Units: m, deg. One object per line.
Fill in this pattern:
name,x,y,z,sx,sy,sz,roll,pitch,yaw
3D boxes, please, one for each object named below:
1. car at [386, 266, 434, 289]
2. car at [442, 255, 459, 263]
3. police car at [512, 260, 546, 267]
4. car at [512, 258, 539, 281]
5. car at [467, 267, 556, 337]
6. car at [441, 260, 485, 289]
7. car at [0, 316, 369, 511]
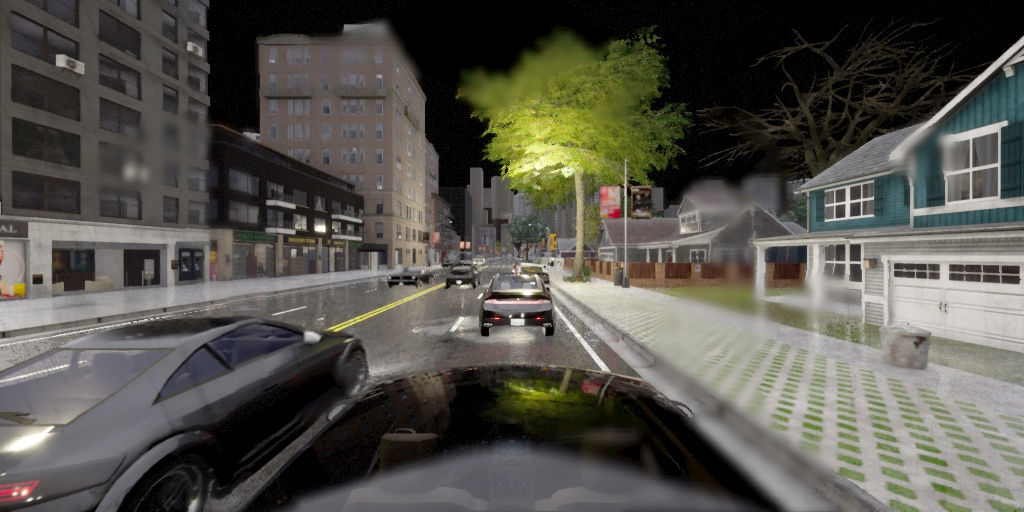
car,-6.519,1.338,23.334,1.895,1.301,4.718,0,0,0
car,-9.629,0.927,56.683,2.150,2.045,5.566,0,0,0
police car,1.045,1.165,20.564,1.930,1.638,5.238,0,0,0
car,1.082,1.081,30.424,2.097,1.767,4.553,0,0,0
car,0.131,1.239,10.315,2.128,1.511,4.902,0,0,0
car,-3.069,1.243,23.270,1.837,1.490,4.892,0,0,0
car,-3.143,1.313,3.717,1.994,1.385,4.181,0,0,0
